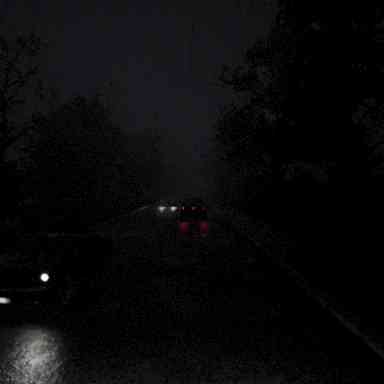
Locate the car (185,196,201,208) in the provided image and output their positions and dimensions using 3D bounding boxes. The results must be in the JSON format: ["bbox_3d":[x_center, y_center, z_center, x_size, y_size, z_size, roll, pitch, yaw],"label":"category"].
[{"bbox_3d":[0.101,1.309,44.839,1.994,1.385,4.181,0,1,0],"label":"car"}]

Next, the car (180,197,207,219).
[{"bbox_3d":[0.102,1.264,27.826,2.097,1.767,4.553,0,0,0],"label":"car"}]

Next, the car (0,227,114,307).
[{"bbox_3d":[-3.347,1.602,8.082,1.895,1.301,4.718,0,0,0],"label":"car"}]

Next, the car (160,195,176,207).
[{"bbox_3d":[-3.334,1.205,46.391,1.882,1.535,5.008,0,1,0],"label":"car"}]
